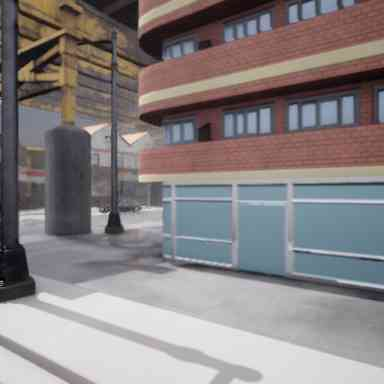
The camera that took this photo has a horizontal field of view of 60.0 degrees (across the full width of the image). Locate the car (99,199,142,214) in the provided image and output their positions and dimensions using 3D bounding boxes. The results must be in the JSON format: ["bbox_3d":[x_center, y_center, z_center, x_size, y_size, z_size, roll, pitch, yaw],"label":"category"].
[{"bbox_3d":[-7.291,1.504,34.084,1.837,1.490,4.892,0,0,35],"label":"car"}]
